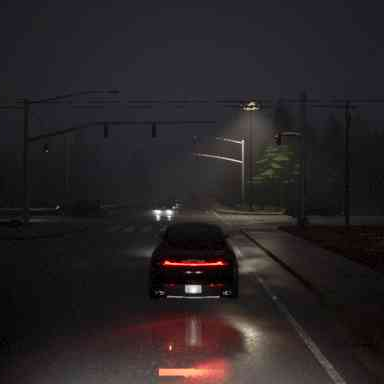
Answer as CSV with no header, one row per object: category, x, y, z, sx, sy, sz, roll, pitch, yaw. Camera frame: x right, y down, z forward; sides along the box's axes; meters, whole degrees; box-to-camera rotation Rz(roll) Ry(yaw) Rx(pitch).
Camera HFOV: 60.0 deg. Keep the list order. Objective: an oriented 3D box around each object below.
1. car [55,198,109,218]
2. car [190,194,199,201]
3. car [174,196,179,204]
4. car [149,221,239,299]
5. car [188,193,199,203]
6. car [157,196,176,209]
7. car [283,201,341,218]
car,-9.923,1.371,30.016,4.553,1.767,2.097,0,0,1
car,0.567,1.355,80.865,2.097,1.767,4.553,0,0,2
car,-3.576,1.477,54.125,1.882,1.535,5.008,0,0,0
car,0.047,1.501,8.439,1.837,1.490,4.892,0,0,1
car,0.296,1.224,70.472,2.150,2.045,5.566,0,0,2
car,-3.599,1.601,44.843,1.895,1.301,4.718,0,0,0
car,10.642,1.518,29.648,4.902,1.511,2.128,0,0,1
